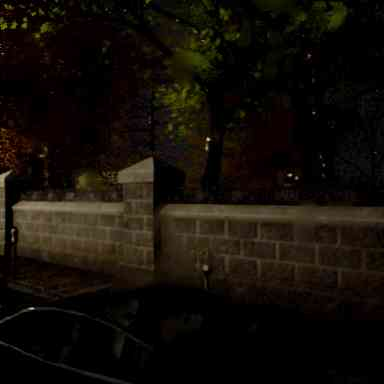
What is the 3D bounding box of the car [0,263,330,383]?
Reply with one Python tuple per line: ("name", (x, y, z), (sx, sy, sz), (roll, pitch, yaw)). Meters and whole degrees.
("car", (-0.866, 1.585, 3.339), (4.313, 1.339, 1.947), (-1, 0, 35))
